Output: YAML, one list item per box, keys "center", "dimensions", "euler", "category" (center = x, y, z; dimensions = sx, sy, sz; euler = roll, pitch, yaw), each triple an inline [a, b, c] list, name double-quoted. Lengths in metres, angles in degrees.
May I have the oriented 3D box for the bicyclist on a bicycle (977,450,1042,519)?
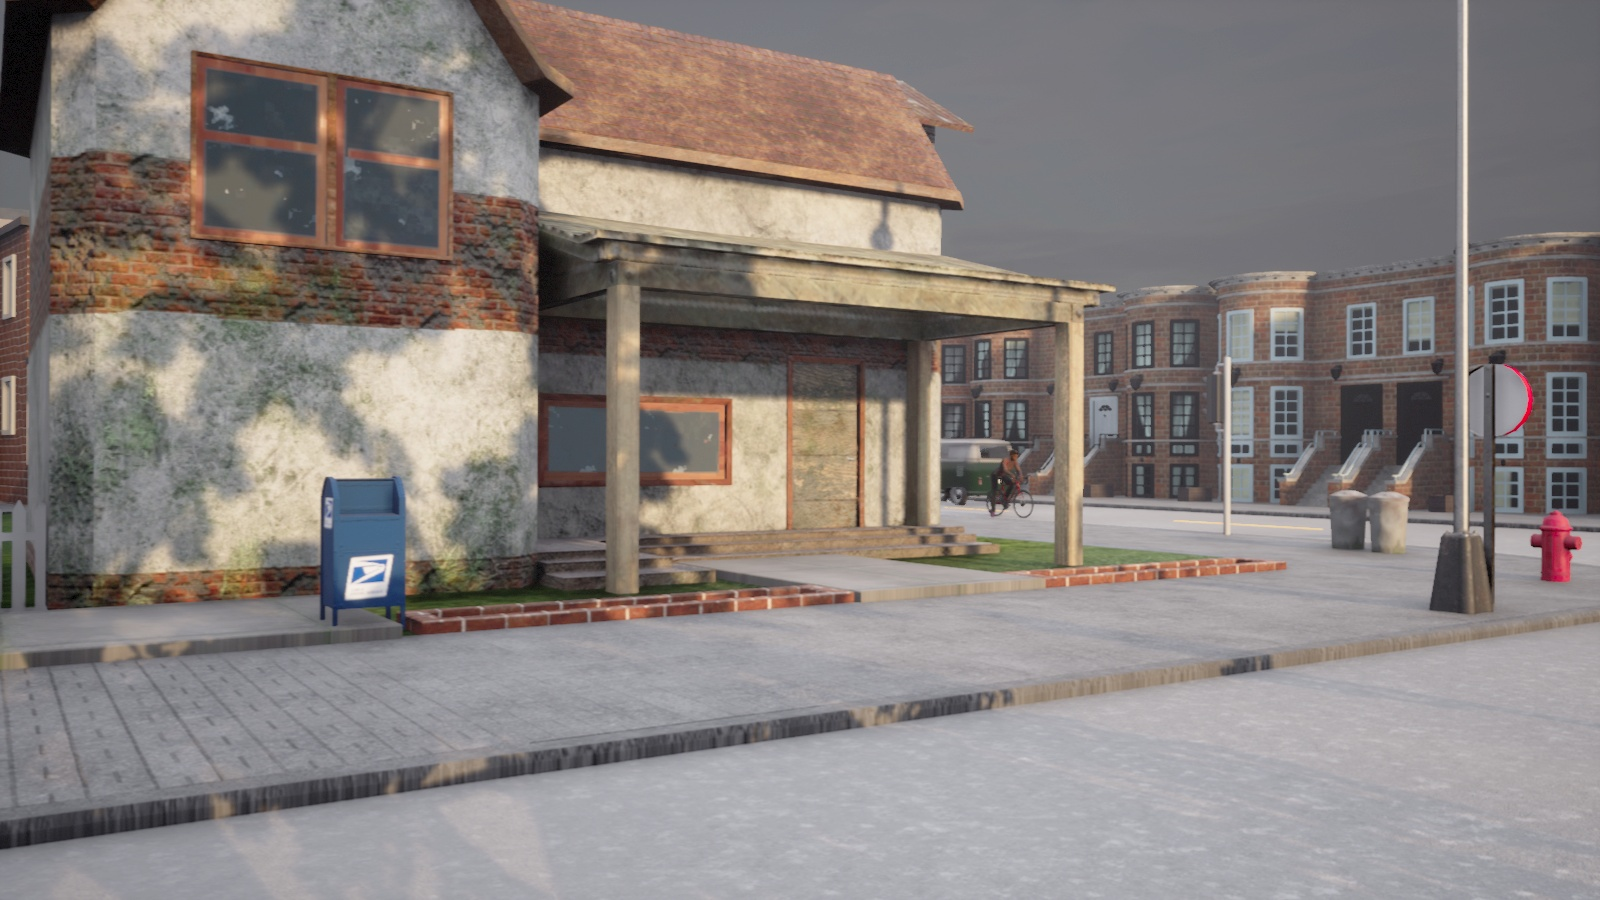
- center: [5.007, 0.803, 30.125]
  dimensions: [0.582, 1.620, 1.656]
  euler: [0, 0, -33]
  category: "bicyclist on a bicycle"

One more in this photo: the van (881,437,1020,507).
- center: [4.498, 0.632, 38.231]
  dimensions: [1.775, 1.987, 4.442]
  euler: [0, 0, -33]
  category: "van"
